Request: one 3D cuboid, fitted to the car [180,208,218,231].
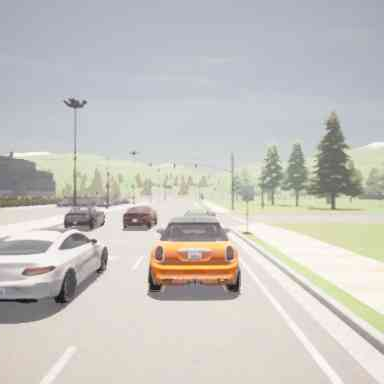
[{"bbox_3d":[0.605,1.831,23.257,1.895,1.301,4.718,0,-1,11],"label":"car"}]

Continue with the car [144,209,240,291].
[{"bbox_3d":[0.036,1.445,9.437,2.097,1.767,4.553,0,-1,-1],"label":"car"}]

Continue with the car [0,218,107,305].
[{"bbox_3d":[-3.450,1.607,8.182,1.812,1.442,4.674,0,0,0],"label":"car"}]

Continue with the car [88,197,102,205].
[{"bbox_3d":[-23.346,2.146,80.332,2.097,1.767,4.553,0,-1,0],"label":"car"}]

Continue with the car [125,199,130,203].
[{"bbox_3d":[-16.346,2.346,80.619,1.994,1.385,4.181,0,-1,0],"label":"car"}]

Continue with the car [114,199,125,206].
[{"bbox_3d":[-16.339,2.221,70.643,2.128,1.511,4.902,0,-1,0],"label":"car"}]

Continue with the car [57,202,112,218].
[{"bbox_3d":[-7.301,1.720,22.988,2.128,1.511,4.902,0,0,-2],"label":"car"}]

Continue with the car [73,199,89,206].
[{"bbox_3d":[-23.339,2.244,70.164,1.994,1.385,4.181,0,-1,0],"label":"car"}]

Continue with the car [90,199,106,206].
[{"bbox_3d":[-19.839,2.169,70.156,1.882,1.535,5.008,0,-1,0],"label":"car"}]

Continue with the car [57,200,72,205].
[{"bbox_3d":[-23.332,2.131,61.468,1.812,1.442,4.674,0,-1,0],"label":"car"}]

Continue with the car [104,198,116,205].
[{"bbox_3d":[-19.846,2.317,80.528,1.812,1.442,4.674,0,-1,0],"label":"car"}]

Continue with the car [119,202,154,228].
[{"bbox_3d":[-3.619,1.715,24.002,1.882,1.535,5.008,0,0,2],"label":"car"}]

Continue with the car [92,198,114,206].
[{"bbox_3d":[-16.332,2.207,61.503,1.895,1.301,4.718,0,-1,0],"label":"car"}]

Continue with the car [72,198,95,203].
[{"bbox_3d":[-19.832,2.167,61.227,1.994,1.385,4.181,0,-1,0],"label":"car"}]
